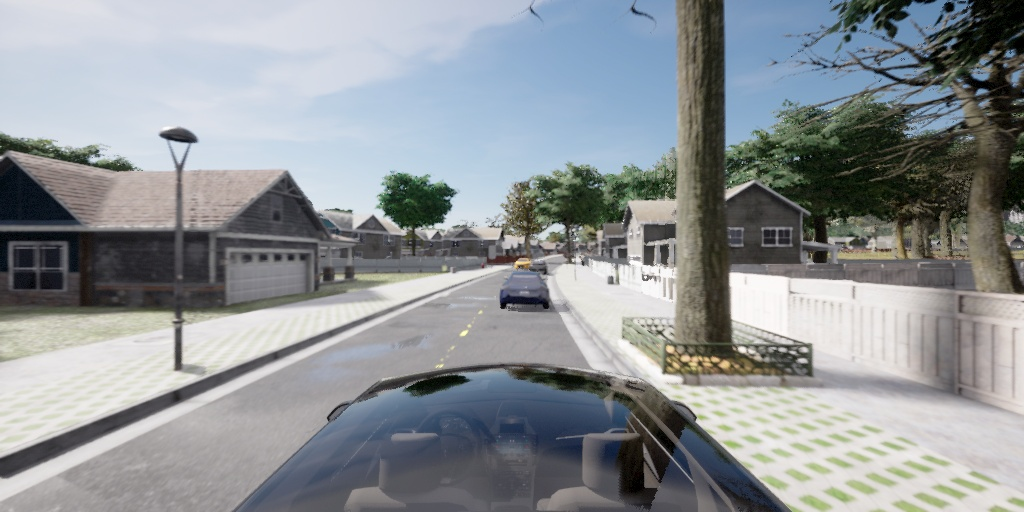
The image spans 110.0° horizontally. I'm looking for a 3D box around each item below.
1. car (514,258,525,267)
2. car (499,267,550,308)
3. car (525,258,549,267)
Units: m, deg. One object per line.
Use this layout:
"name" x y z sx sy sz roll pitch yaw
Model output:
"car" 1.570 1.054 49.074 1.882 1.535 5.008 0 0 10
"car" 0.566 1.340 15.374 1.994 1.385 4.181 0 0 3
"car" 2.973 1.168 39.474 2.128 1.511 4.902 0 1 8
